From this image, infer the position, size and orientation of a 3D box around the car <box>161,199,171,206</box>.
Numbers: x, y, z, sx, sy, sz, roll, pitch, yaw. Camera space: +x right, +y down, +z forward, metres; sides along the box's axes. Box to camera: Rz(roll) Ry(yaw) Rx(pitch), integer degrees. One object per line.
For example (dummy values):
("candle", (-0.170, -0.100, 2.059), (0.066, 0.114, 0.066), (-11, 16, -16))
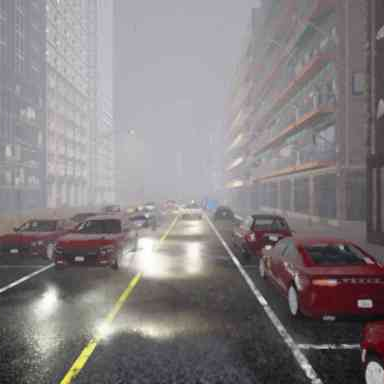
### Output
("car", (-5.725, 2.323, 73.716), (1.802, 1.307, 4.206), (0, -1, 0))

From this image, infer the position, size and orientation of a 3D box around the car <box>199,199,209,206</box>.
("car", (2.656, 2.307, 73.719), (1.947, 1.339, 4.313), (0, -1, 0))

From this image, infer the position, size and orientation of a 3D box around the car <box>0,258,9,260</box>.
("car", (-3.102, 1.505, 1.291), (2.128, 1.511, 4.902), (0, -1, -2))

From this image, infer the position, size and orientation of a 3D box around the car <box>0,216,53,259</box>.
("car", (-5.701, 1.667, 12.916), (1.887, 1.381, 4.507), (0, -1, 0))

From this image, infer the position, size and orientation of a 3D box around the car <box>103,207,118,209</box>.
("car", (-5.704, 1.742, 18.444), (1.947, 1.339, 4.313), (0, -1, 0))

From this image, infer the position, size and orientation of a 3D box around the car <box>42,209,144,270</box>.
("car", (-3.088, 1.588, 11.633), (1.882, 1.535, 5.008), (0, -1, 0))

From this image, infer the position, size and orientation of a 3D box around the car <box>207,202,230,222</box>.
("car", (2.672, 1.851, 29.501), (1.947, 1.339, 4.313), (0, -1, 0))

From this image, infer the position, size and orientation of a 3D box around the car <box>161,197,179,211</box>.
("car", (-3.019, 1.895, 48.748), (2.097, 1.767, 4.553), (0, -1, 0))

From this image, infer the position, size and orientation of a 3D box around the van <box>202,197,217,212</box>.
("van", (2.665, 1.794, 46.085), (1.690, 1.788, 3.998), (0, -1, 0))

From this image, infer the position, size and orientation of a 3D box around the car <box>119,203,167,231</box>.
("car", (-3.096, 1.703, 22.069), (2.128, 1.511, 4.902), (0, -1, 0))

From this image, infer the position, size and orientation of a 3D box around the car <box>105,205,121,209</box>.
("car", (-5.706, 1.670, 23.972), (1.967, 1.590, 4.097), (0, -1, 0))

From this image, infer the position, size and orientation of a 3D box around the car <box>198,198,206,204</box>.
("car", (2.648, 2.363, 90.303), (1.967, 1.590, 4.097), (0, -1, 0))

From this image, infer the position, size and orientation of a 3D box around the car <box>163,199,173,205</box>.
("car", (-5.727, 2.352, 79.244), (2.008, 1.369, 4.403), (0, -1, 0))

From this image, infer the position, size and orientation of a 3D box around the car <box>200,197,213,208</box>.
("car", (2.657, 1.939, 62.668), (2.192, 1.841, 5.009), (0, -1, 0))

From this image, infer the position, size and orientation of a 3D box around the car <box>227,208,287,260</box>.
("car", (2.678, 1.563, 12.919), (1.967, 1.590, 4.097), (0, -1, 0))

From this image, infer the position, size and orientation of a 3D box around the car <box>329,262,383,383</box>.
("car", (2.683, 1.564, 1.864), (1.887, 1.381, 4.507), (0, -1, 0))

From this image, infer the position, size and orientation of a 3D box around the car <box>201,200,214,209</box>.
("car", (2.662, 2.117, 57.137), (2.008, 1.369, 4.403), (0, -1, 0))

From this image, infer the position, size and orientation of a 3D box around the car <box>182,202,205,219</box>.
("car", (-0.006, 1.924, 33.196), (1.895, 1.301, 4.718), (0, -1, 0))

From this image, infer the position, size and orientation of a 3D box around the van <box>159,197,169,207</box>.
("van", (-5.724, 2.023, 68.191), (1.690, 1.788, 3.998), (0, -1, 0))

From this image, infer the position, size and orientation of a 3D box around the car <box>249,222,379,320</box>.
("car", (2.681, 1.615, 7.391), (1.887, 1.381, 4.507), (0, -1, 0))

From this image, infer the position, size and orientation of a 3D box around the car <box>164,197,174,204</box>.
("car", (-5.731, 2.176, 84.774), (2.192, 1.841, 5.009), (0, -1, 0))

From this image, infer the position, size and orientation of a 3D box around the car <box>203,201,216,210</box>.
("car", (2.664, 2.054, 51.610), (1.887, 1.381, 4.507), (0, -1, 0))

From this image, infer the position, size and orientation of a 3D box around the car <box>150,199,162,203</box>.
("car", (-5.714, 1.997, 46.080), (1.887, 1.381, 4.507), (0, -1, 0))

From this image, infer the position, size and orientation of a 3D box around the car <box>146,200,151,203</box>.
("car", (-5.710, 1.864, 34.855), (1.752, 1.417, 4.829), (0, -1, 0))

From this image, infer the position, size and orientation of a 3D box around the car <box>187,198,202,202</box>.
("car", (0.027, 1.952, 46.818), (2.128, 1.511, 4.902), (0, -1, 1))
